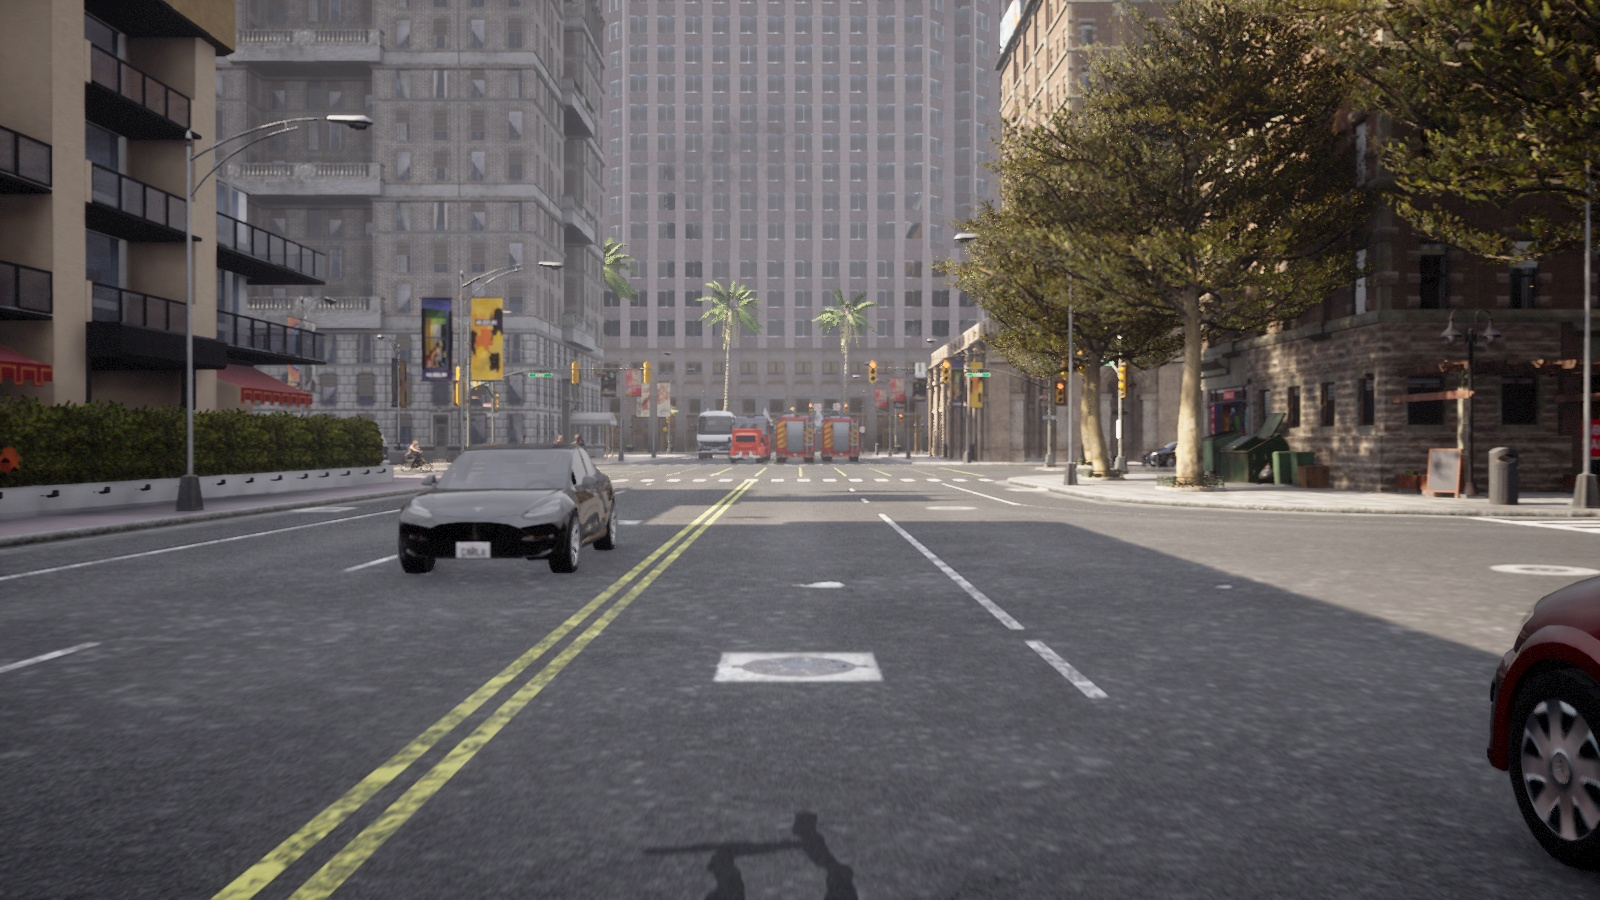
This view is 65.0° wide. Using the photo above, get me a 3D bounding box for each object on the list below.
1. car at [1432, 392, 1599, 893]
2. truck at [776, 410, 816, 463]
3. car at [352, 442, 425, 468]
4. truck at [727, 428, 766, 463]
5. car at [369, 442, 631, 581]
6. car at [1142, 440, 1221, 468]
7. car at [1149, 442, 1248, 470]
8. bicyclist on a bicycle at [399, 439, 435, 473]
[{"bbox_3d":[3.505,0.627,3.138,1.851,1.617,3.988,0,0,0],"label":"car"},{"bbox_3d":[-0.333,-1.008,95.026,2.891,3.827,8.468,0,0,0],"label":"truck"},{"bbox_3d":[-23.836,0.291,72.898,3.633,1.501,1.845,0,0,0],"label":"car"},{"bbox_3d":[-3.813,-0.306,90.701,2.627,2.467,5.204,0,0,0],"label":"truck"},{"bbox_3d":[-3.533,0.645,15.821,2.163,1.488,4.792,0,0,0],"label":"car"},{"bbox_3d":[22.094,0.207,72.794,3.988,1.617,1.851,0,0,1],"label":"car"},{"bbox_3d":[21.933,0.331,69.263,4.792,1.488,2.163,0,0,1],"label":"car"},{"bbox_3d":[-18.731,0.288,61.473,1.509,1.612,0.866,0,0,-3],"label":"bicyclist on a bicycle"}]
